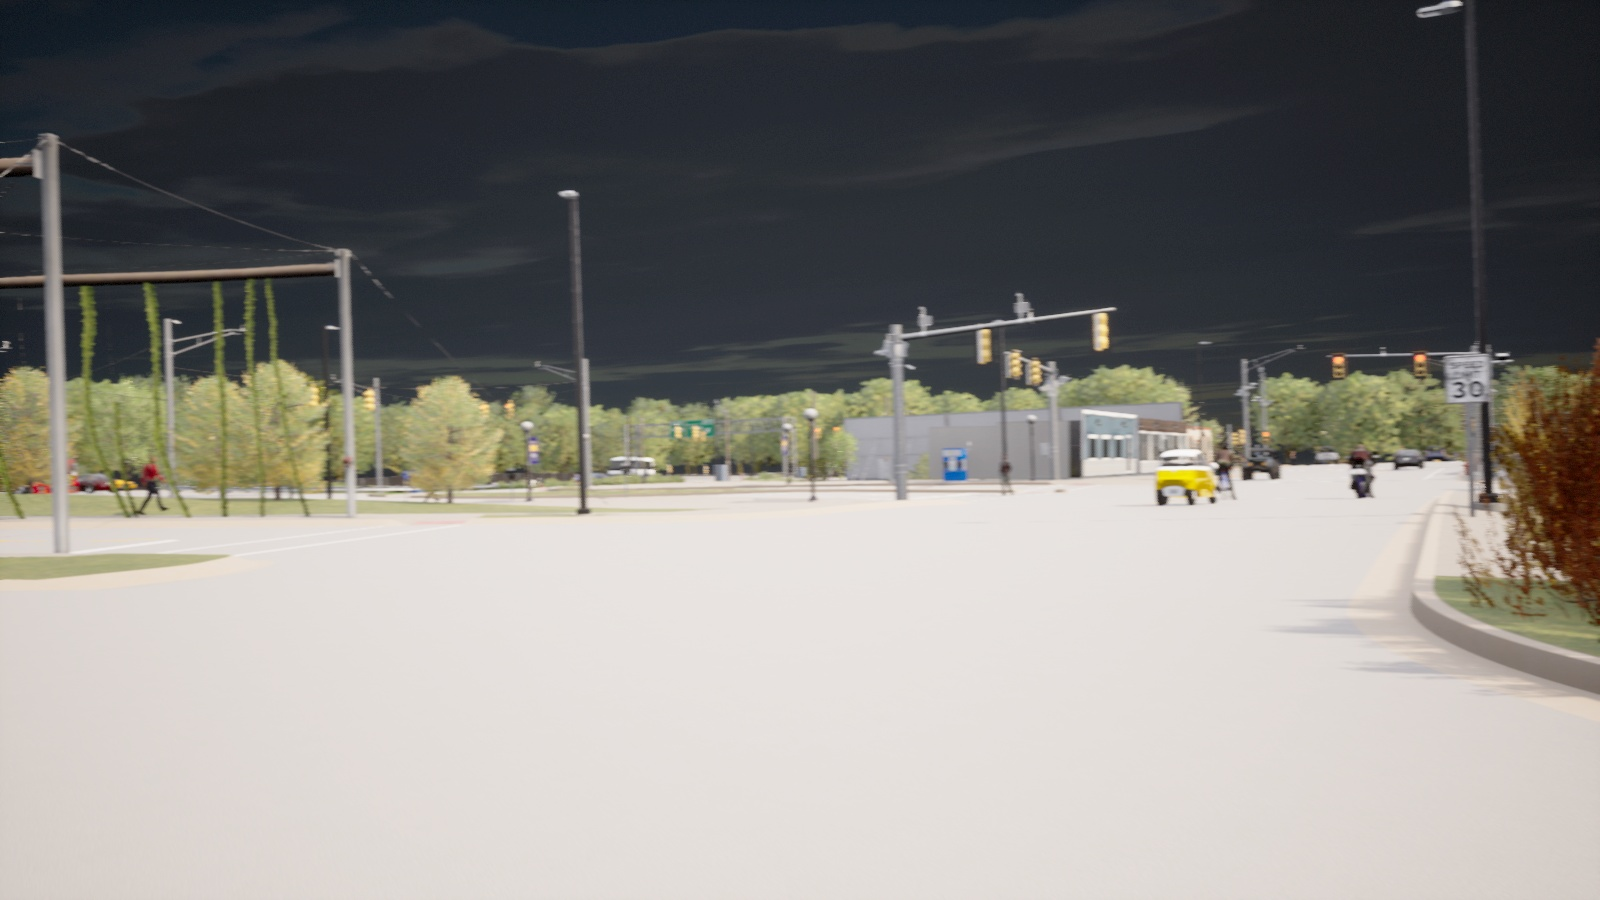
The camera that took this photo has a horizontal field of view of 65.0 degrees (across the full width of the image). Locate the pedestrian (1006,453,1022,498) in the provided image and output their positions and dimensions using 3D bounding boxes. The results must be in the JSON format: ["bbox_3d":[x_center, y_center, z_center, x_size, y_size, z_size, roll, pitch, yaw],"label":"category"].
[{"bbox_3d":[9.315,1.123,54.703,0.402,1.930,0.666,-2,0,31],"label":"pedestrian"}]

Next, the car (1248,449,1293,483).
[{"bbox_3d":[27.888,0.931,74.351,1.905,1.878,3.866,-2,-1,28],"label":"car"}]

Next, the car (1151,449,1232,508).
[{"bbox_3d":[9.708,0.711,31.067,1.481,1.376,2.207,-2,-2,28],"label":"car"}]

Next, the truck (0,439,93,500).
[{"bbox_3d":[-50.485,1.270,82.554,8.468,3.827,2.891,0,-1,29],"label":"truck"}]

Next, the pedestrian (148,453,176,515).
[{"bbox_3d":[-19.120,1.017,37.632,0.636,1.846,0.331,-2,0,4],"label":"pedestrian"}]

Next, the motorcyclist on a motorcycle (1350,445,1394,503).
[{"bbox_3d":[15.780,0.675,34.587,0.866,1.530,2.191,-2,-2,30],"label":"motorcyclist on a motorcycle"}]
